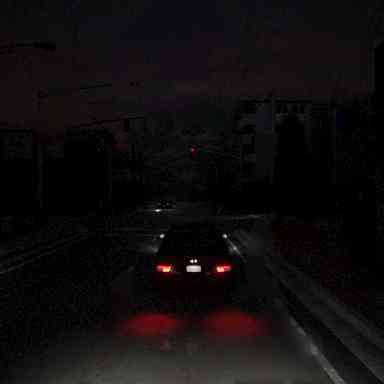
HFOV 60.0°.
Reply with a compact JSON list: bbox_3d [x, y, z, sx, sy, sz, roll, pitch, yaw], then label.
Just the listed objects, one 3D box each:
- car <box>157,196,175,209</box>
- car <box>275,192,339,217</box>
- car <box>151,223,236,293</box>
[{"bbox_3d":[-3.681,1.505,45.605,1.837,1.490,4.892,0,0,0],"label":"car"},{"bbox_3d":[9.607,1.045,28.472,5.566,2.045,2.150,0,0,-1],"label":"car"},{"bbox_3d":[0.040,1.547,9.000,2.033,1.411,5.357,0,0,0],"label":"car"}]
